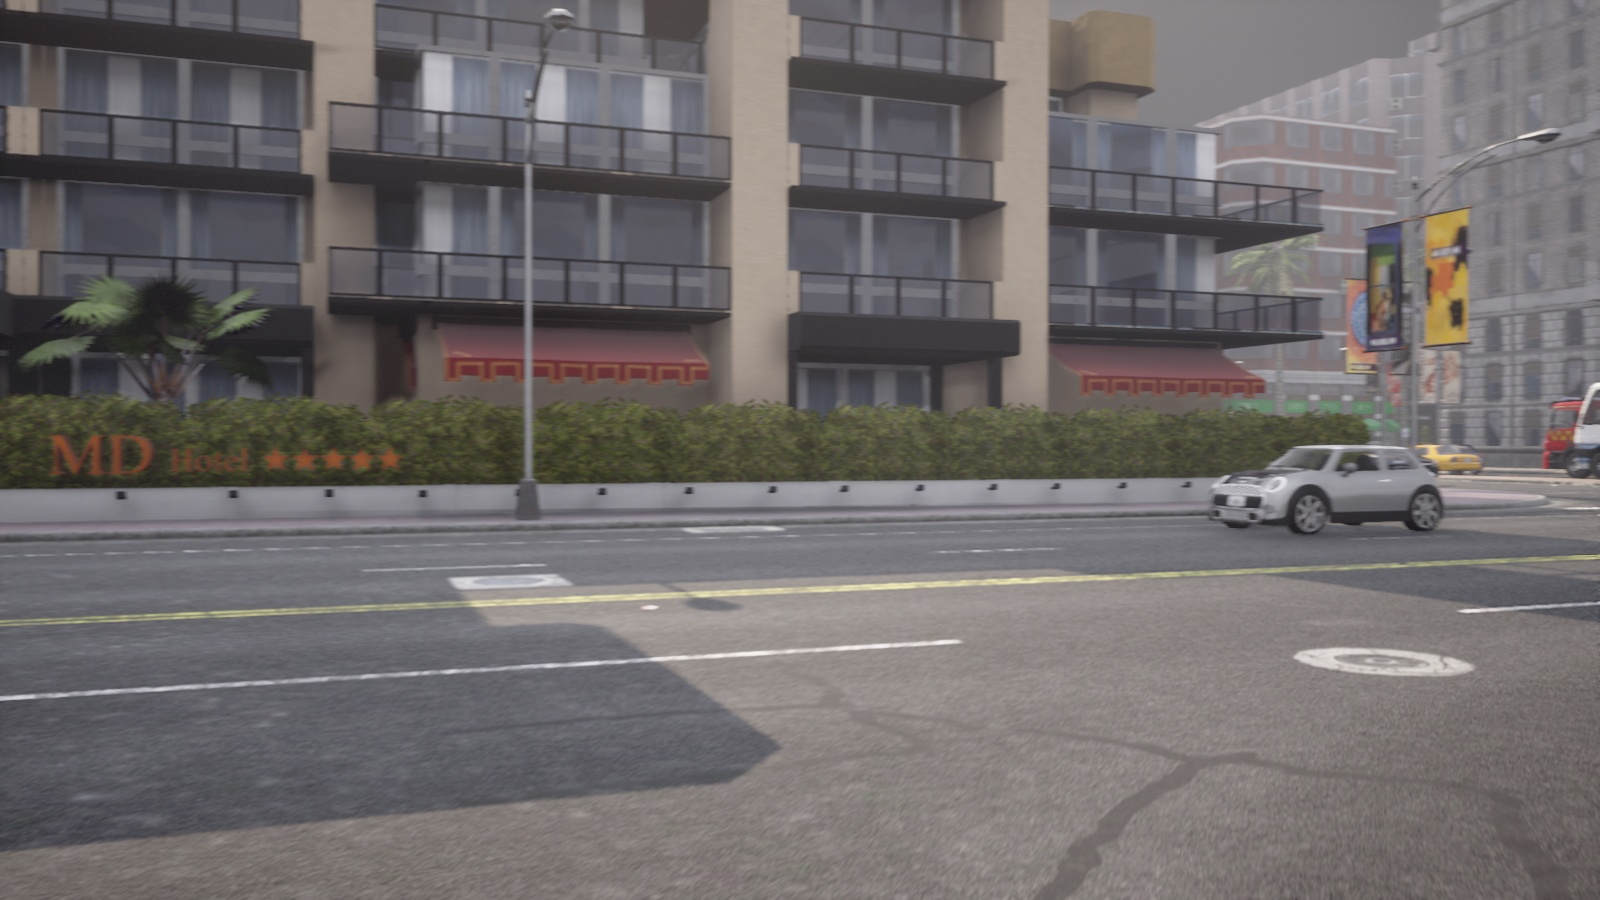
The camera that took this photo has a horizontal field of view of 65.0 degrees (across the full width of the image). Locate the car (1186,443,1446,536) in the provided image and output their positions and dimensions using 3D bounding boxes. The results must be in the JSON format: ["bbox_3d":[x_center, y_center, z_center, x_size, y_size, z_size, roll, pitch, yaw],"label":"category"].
[{"bbox_3d":[8.868,0.624,21.633,3.806,1.475,1.970,0,0,-21],"label":"car"}]

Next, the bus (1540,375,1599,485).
[{"bbox_3d":[33.635,-0.770,46.753,3.944,4.253,10.273,0,0,-20],"label":"bus"}]

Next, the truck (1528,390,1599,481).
[{"bbox_3d":[35.260,-0.584,52.460,2.891,3.827,8.468,0,0,-20],"label":"truck"}]

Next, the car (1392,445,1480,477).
[{"bbox_3d":[31.578,0.528,62.430,1.845,1.501,3.633,0,0,-20],"label":"car"}]

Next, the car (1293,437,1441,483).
[{"bbox_3d":[21.197,0.340,47.236,2.152,1.651,5.027,0,0,-20],"label":"car"}]

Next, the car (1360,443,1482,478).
[{"bbox_3d":[29.088,0.463,59.066,1.801,1.575,5.366,0,0,-20],"label":"car"}]
